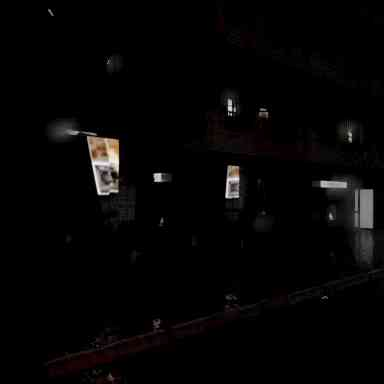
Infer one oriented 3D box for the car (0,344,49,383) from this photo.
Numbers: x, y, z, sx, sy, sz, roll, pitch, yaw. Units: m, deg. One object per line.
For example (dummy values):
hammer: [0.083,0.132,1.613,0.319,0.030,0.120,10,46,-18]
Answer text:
car: [-2.845,1.525,1.041,4.674,1.442,1.812,0,0,-36]
